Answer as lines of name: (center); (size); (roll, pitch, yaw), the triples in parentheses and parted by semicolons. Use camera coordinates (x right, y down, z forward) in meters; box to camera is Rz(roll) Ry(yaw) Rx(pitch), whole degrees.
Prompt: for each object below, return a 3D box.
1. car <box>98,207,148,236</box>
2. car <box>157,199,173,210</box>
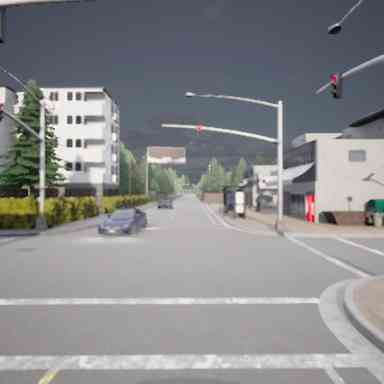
car: (-3.996, 1.712, 20.226); (1.812, 1.442, 4.674); (0, 4, 8)
car: (-3.576, 1.680, 45.335); (1.994, 1.385, 4.181); (0, 0, 0)
